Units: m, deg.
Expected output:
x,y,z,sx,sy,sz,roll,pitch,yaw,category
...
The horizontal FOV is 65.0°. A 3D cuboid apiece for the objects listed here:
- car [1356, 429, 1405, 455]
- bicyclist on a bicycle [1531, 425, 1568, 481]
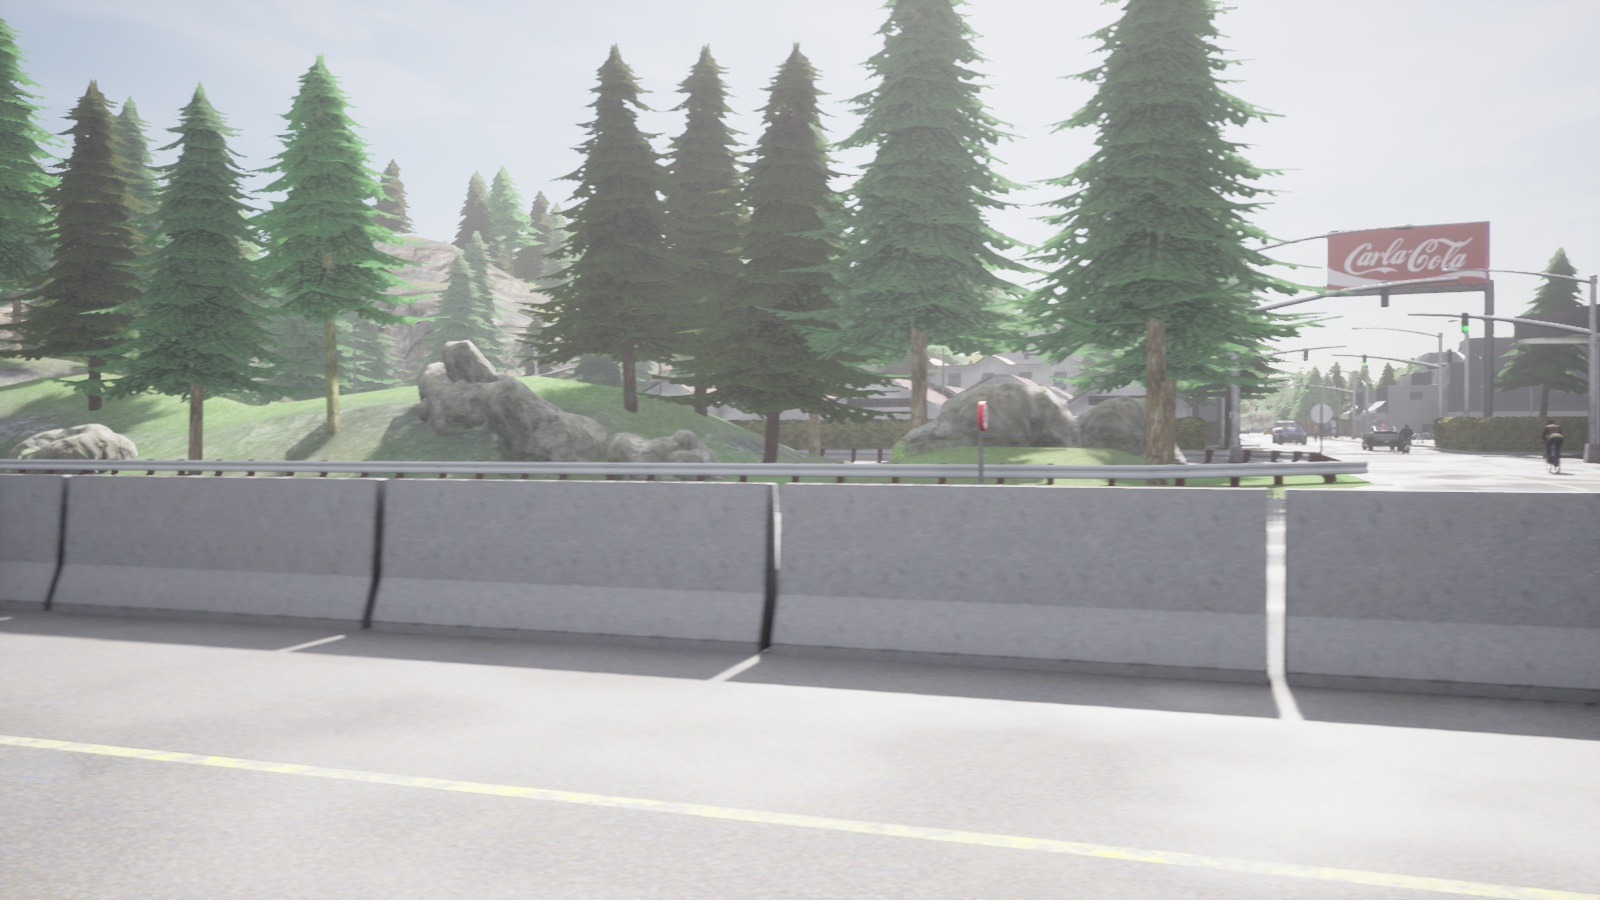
x,y,z,sx,sy,sz,roll,pitch,yaw,category
35.075,-0.493,75.960,2.128,1.511,4.902,1,1,18,car
22.319,0.072,37.426,0.582,1.620,1.656,1,1,18,bicyclist on a bicycle
